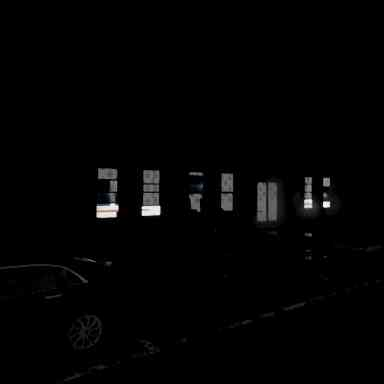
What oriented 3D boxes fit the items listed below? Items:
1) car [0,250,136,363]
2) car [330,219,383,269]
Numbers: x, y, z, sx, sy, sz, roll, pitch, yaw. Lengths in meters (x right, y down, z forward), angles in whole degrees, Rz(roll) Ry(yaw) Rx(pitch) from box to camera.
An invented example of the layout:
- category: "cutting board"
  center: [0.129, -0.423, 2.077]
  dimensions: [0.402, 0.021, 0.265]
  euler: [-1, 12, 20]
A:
- category: "car"
  center: [-2.931, 1.551, 4.468]
  dimensions: [4.403, 1.369, 2.008]
  euler: [0, 0, -35]
- category: "car"
  center: [6.345, 1.582, 11.068]
  dimensions: [4.206, 1.307, 1.802]
  euler: [0, 0, -35]
